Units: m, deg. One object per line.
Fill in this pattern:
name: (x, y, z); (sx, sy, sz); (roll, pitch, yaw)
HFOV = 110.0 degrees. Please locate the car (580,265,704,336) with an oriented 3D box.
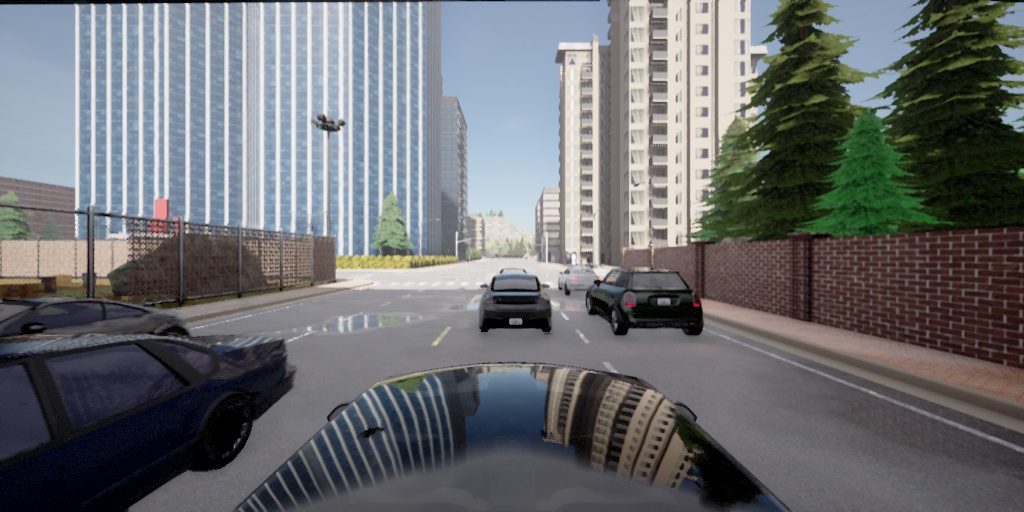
car: (3.596, 1.103, 10.596); (2.097, 1.767, 4.553); (0, 0, 0)

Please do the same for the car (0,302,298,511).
car: (-3.598, 1.297, 2.106); (2.033, 1.411, 5.357); (0, 0, 0)

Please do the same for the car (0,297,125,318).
car: (-7.092, 1.314, 5.070); (1.994, 1.385, 4.181); (0, 0, 0)

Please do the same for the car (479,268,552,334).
car: (0.092, 1.257, 10.692); (1.837, 1.490, 4.892); (0, 0, 0)

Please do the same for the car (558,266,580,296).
car: (3.614, 1.277, 19.422); (1.812, 1.442, 4.674); (0, 0, 0)
